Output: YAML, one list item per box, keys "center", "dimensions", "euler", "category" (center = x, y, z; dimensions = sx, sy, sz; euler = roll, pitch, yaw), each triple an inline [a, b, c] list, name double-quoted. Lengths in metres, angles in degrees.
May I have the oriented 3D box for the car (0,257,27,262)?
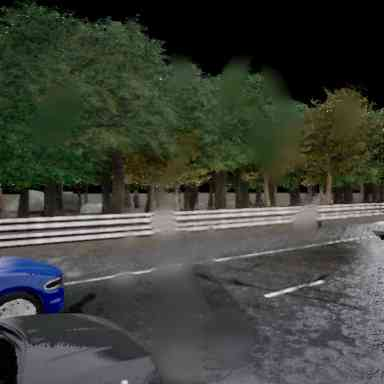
- center: [-4.504, 1.477, 4.834]
  dimensions: [5.008, 1.535, 1.882]
  euler: [0, 0, -35]
  category: "car"

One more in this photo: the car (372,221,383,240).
- center: [10.442, 1.586, 15.493]
  dimensions: [4.718, 1.301, 1.895]
  euler: [0, 0, -35]
  category: "car"

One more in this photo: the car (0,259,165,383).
- center: [-2.456, 1.505, 1.995]
  dimensions: [4.892, 1.490, 1.837]
  euler: [0, 0, -35]
  category: "car"
